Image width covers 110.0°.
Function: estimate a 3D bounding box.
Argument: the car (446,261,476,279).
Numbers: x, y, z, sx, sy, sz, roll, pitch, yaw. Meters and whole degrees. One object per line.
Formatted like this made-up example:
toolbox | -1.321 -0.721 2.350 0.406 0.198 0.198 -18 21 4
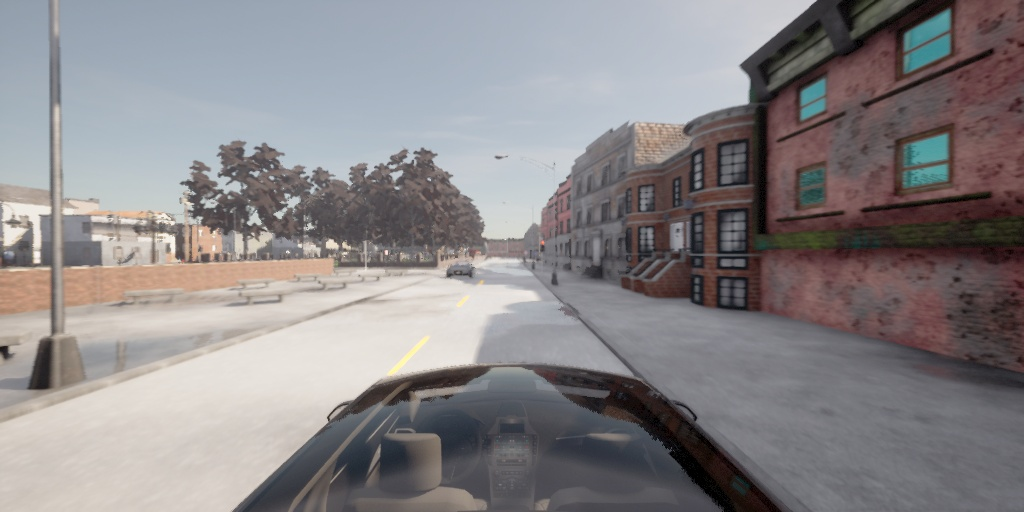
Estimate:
car | -4.065 1.067 29.103 1.994 1.385 4.181 0 0 0
